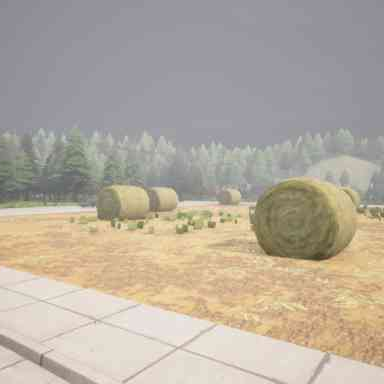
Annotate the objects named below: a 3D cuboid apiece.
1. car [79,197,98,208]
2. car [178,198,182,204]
[{"bbox_3d":[-13.799,1.490,47.542,2.128,1.511,4.902,0,0,37],"label":"car"},{"bbox_3d":[-3.889,1.499,60.780,1.895,1.301,4.718,0,0,36],"label":"car"}]
